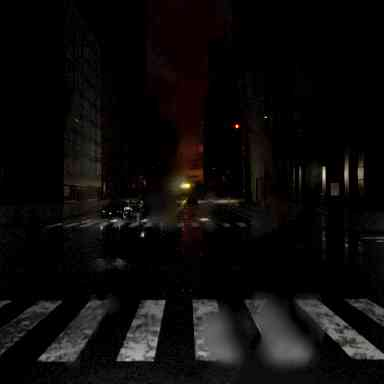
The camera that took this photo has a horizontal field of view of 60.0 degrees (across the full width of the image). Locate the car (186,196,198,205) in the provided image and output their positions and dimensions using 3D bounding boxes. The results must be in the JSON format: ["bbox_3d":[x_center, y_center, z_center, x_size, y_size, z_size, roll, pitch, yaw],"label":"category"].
[{"bbox_3d":[0.005,1.555,58.370,2.033,1.411,5.357,0,0,-2],"label":"car"}]

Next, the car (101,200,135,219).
[{"bbox_3d":[-6.665,1.507,29.558,1.837,1.490,4.892,0,0,0],"label":"car"}]

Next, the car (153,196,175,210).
[{"bbox_3d":[-3.423,1.530,40.132,1.812,1.442,4.674,0,0,0],"label":"car"}]

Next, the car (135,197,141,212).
[{"bbox_3d":[-6.667,1.605,38.821,1.895,1.301,4.718,0,0,0],"label":"car"}]

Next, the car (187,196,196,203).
[{"bbox_3d":[-0.077,1.570,70.904,1.994,1.385,4.181,0,0,0],"label":"car"}]

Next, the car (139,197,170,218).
[{"bbox_3d":[-3.400,1.480,30.851,1.882,1.535,5.008,0,0,0],"label":"car"}]

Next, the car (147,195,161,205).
[{"bbox_3d":[-6.661,1.360,58.994,2.097,1.767,4.553,0,0,-1],"label":"car"}]

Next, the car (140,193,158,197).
[{"bbox_3d":[-6.677,1.227,48.732,2.150,2.045,5.566,0,0,0],"label":"car"}]
